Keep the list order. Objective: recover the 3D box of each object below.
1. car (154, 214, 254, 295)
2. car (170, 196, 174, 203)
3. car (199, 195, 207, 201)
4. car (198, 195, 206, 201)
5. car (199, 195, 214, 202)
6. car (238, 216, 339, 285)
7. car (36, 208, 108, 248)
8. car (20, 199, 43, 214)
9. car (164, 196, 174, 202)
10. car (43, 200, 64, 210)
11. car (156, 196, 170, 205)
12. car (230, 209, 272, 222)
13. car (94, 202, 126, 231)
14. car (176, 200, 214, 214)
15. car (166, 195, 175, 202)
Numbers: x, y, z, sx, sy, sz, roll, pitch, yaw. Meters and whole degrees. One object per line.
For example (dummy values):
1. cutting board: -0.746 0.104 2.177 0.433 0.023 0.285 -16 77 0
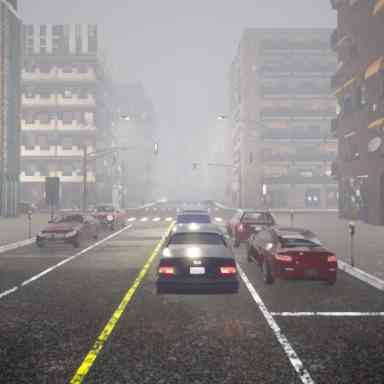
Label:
1. car: 0.104 1.549 8.887 2.033 1.411 5.357 0 0 0
2. car: -5.278 1.534 69.696 1.752 1.417 4.829 1 0 0
3. car: 2.607 1.554 81.235 1.887 1.381 4.507 1 0 0
4. car: 2.609 1.560 86.905 2.008 1.369 4.403 1 0 0
5. car: 2.595 1.558 52.880 2.008 1.369 4.403 1 0 0
6. car: 2.577 1.584 9.231 1.802 1.307 4.206 1 0 0
7. car: -5.305 1.585 14.762 1.802 1.307 4.206 1 0 0
8. car: -17.549 1.240 31.827 5.009 1.841 2.192 0 -1 0
9. car: -5.276 1.575 75.537 1.947 1.339 4.313 1 0 0
10. car: -17.608 1.589 39.703 4.313 1.339 1.947 0 -1 0
11. car: -5.283 1.533 58.354 1.752 1.417 4.829 1 0 0
12. car: 2.581 1.443 14.781 1.967 1.590 4.097 1 0 0
13. car: -5.305 1.444 20.311 1.967 1.590 4.097 1 0 0
14. car: 0.100 1.482 19.529 1.882 1.535 5.008 0 0 0
15. car: -5.274 1.554 81.208 1.887 1.381 4.507 1 0 0
